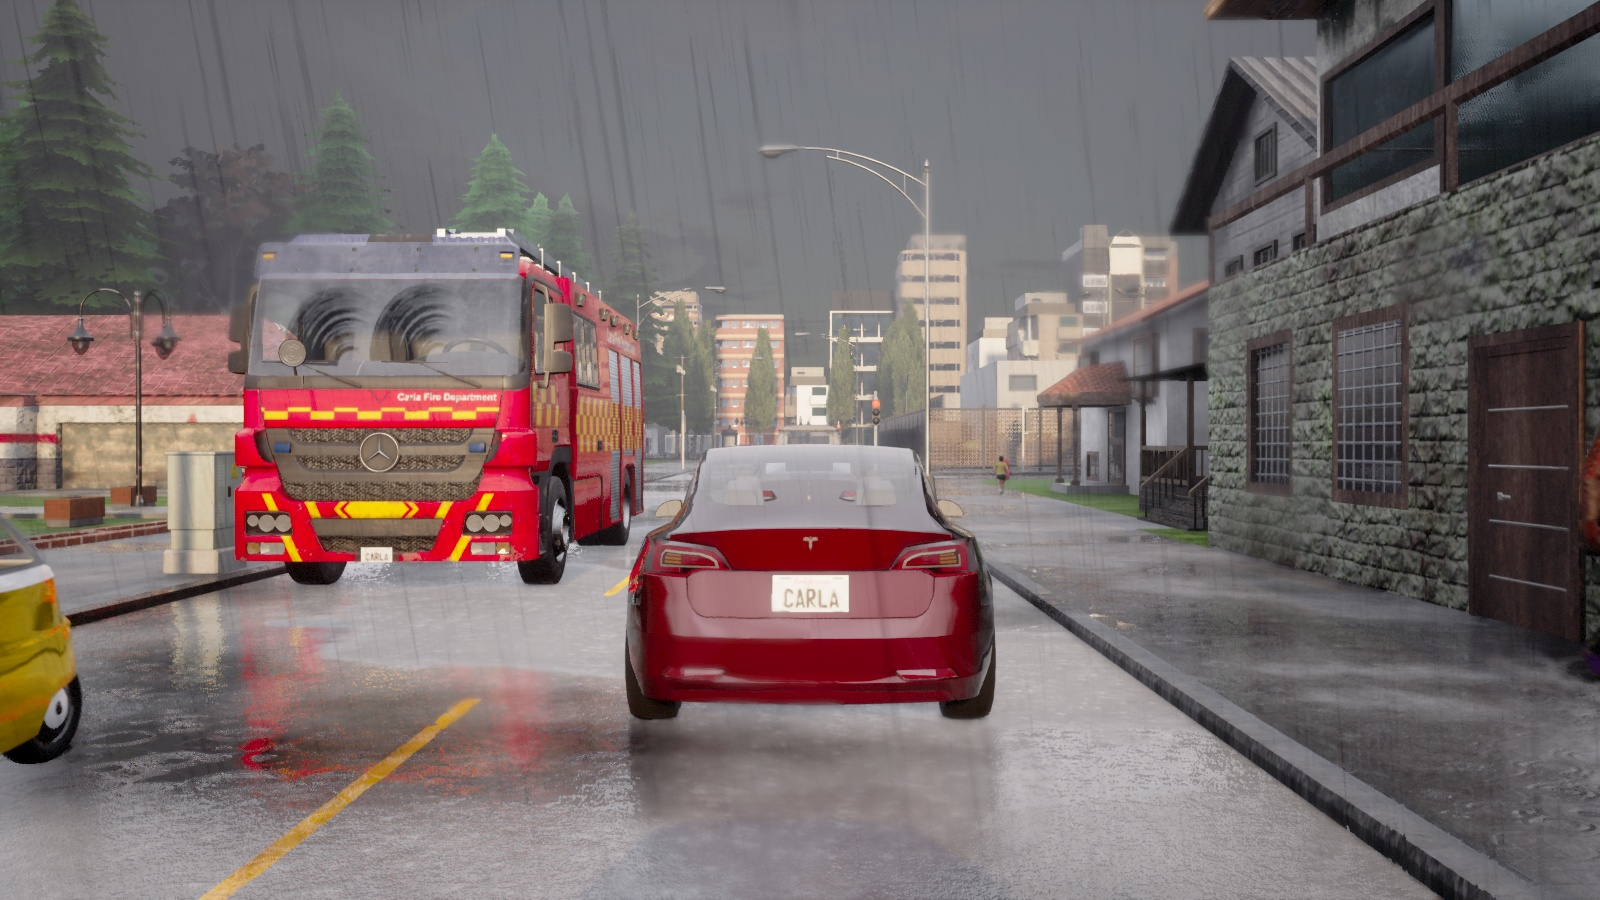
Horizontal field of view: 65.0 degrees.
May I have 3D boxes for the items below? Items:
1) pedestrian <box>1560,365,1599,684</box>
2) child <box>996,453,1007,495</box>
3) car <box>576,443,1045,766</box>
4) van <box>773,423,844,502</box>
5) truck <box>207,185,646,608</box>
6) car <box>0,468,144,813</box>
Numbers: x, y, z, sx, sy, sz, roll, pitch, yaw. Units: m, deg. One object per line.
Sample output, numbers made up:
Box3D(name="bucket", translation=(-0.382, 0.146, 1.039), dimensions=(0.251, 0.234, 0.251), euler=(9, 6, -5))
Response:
Box3D(name="pedestrian", translation=(4.695, 0.420, 7.041), dimensions=(0.328, 1.805, 0.869), euler=(0, 0, -1))
Box3D(name="child", translation=(5.422, 0.650, 33.796), dimensions=(0.255, 1.110, 0.394), euler=(0, 0, 1))
Box3D(name="car", translation=(0.061, 0.700, 8.198), dimensions=(2.163, 1.488, 4.792), euler=(0, 0, 0))
Box3D(name="van", translation=(0.212, 0.308, 33.971), dimensions=(1.775, 1.987, 4.442), euler=(0, 0, 0))
Box3D(name="truck", translation=(-3.897, -0.509, 15.604), dimensions=(2.891, 3.827, 8.468), euler=(0, 0, 0))
Box3D(name="car", translation=(-3.956, 0.769, 5.041), dimensions=(1.481, 1.376, 2.207), euler=(0, 0, 0))
